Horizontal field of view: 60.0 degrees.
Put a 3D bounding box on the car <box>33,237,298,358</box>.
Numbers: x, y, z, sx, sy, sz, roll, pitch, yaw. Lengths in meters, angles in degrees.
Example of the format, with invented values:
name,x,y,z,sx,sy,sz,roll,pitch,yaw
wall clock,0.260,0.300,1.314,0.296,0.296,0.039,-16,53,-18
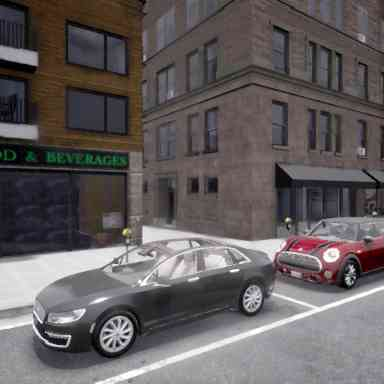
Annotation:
name,x,y,z,sx,sy,sz,roll,pitch,yaw
car,-0.395,1.551,5.899,4.403,1.369,2.008,0,0,-35

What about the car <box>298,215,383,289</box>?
name,x,y,z,sx,sy,sz,roll,pitch,yaw
car,4.108,1.443,9.090,4.097,1.590,1.967,0,0,-35
